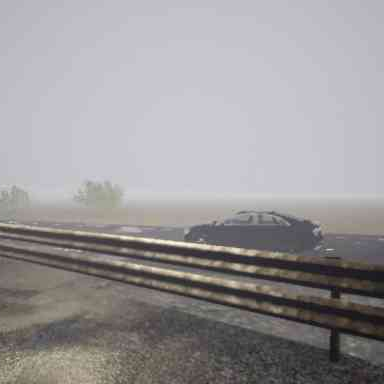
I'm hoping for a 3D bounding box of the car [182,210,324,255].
[{"bbox_3d":[2.016,1.387,11.685,4.902,1.511,2.128,0,0,22],"label":"car"}]
